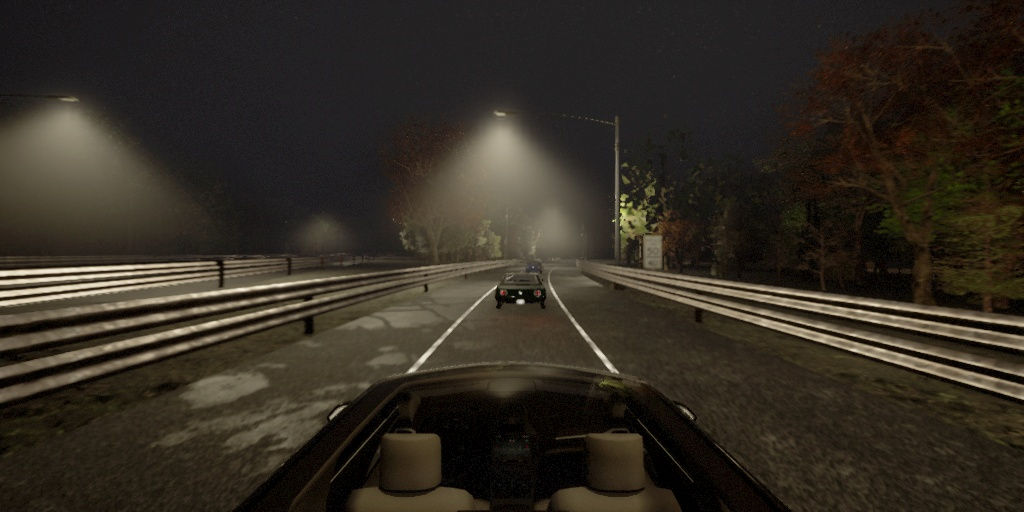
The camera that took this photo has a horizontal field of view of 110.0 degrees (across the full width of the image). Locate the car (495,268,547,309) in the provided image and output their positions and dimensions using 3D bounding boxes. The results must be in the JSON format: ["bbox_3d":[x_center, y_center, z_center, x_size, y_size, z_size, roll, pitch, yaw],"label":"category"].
[{"bbox_3d":[0.404,1.338,14.928,1.895,1.301,4.718,0,0,3],"label":"car"}]

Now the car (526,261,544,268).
[{"bbox_3d":[2.563,1.247,40.566,2.033,1.411,5.357,0,0,7],"label":"car"}]
